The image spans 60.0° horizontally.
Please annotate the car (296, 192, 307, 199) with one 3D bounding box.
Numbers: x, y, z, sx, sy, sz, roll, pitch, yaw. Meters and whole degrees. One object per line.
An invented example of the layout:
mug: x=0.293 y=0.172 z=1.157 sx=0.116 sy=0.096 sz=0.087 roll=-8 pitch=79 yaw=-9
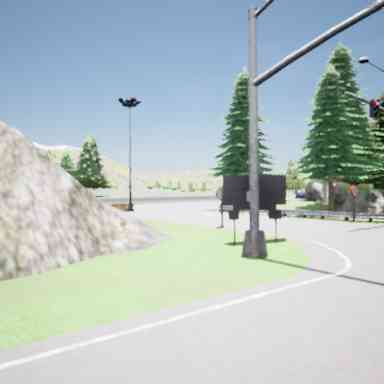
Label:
car: x=24.086 y=0.780 z=71.117 sx=4.674 sy=1.442 sz=1.812 roll=-1 pitch=0 yaw=-36
